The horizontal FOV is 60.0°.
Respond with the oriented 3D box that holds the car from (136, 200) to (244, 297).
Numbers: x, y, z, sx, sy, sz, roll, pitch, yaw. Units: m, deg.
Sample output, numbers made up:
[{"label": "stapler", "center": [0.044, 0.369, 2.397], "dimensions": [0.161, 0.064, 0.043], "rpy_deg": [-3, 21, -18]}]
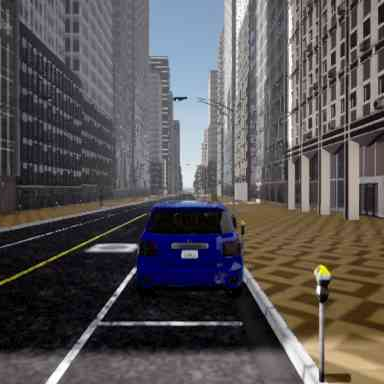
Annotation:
[{"label": "car", "center": [-0.039, 1.217, 8.681], "dimensions": [2.150, 2.045, 5.566], "rpy_deg": [0, 0, 0]}]
